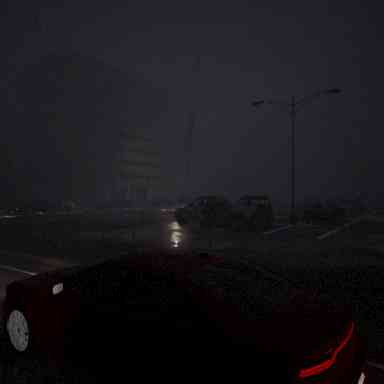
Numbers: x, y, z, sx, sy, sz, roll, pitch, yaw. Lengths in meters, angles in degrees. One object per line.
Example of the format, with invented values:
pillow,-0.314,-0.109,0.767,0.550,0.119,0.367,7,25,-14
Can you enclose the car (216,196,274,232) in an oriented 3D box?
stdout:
car,3.306,1.156,19.066,1.905,1.878,3.866,0,0,34

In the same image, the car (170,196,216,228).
car,0.939,1.153,20.732,1.932,1.855,4.605,0,0,34

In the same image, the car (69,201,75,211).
car,-16.182,1.526,39.434,1.812,1.442,4.674,0,0,34

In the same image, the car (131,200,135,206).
car,-10.521,1.547,47.890,2.033,1.411,5.357,0,0,33

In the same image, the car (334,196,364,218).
car,15.329,1.395,32.023,1.970,1.475,3.806,0,0,34

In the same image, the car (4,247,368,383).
car,-0.533,1.478,4.369,5.008,1.535,1.882,0,0,35

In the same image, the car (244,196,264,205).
car,11.491,1.526,61.506,1.812,1.442,4.674,0,0,34

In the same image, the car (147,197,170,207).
car,-4.715,1.492,50.239,2.128,1.511,4.902,0,0,34

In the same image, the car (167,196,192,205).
car,-2.188,1.493,60.176,2.128,1.511,4.902,0,0,34

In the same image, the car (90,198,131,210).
car,-10.388,1.601,41.808,1.895,1.301,4.718,0,0,34

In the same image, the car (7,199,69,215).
car,-15.730,1.547,33.846,2.033,1.411,5.357,0,0,34
